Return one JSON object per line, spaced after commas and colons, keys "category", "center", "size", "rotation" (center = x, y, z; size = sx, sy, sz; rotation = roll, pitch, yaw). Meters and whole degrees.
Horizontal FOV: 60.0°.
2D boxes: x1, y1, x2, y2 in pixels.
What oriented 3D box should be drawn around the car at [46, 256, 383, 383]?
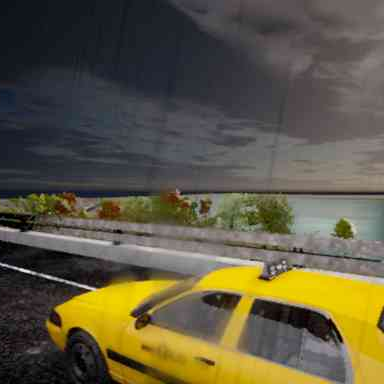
{"category": "car", "center": [0.578, 1.454, 3.456], "size": [5.366, 1.575, 1.801], "rotation": [0, 0, 36]}
